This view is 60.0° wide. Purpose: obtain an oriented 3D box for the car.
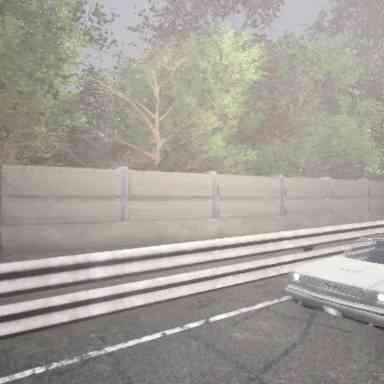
[{"bbox_3d":[4.003,1.557,6.516,4.718,1.301,1.895,0,0,-35],"label":"car"}]
